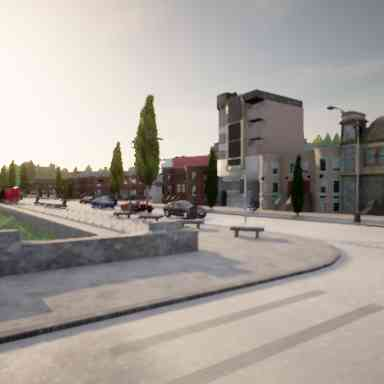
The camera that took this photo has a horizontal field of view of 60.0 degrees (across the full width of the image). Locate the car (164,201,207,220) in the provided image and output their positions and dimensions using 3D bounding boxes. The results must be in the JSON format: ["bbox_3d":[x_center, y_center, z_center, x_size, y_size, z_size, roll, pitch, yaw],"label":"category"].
[{"bbox_3d":[-0.650,1.519,28.581,1.837,1.490,4.892,0,0,-35],"label":"car"}]

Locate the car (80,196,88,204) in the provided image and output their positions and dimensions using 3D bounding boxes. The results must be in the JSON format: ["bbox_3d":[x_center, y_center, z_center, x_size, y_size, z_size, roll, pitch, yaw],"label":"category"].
[{"bbox_3d":[-19.549,1.542,62.323,1.812,1.442,4.674,0,0,-36],"label":"car"}]

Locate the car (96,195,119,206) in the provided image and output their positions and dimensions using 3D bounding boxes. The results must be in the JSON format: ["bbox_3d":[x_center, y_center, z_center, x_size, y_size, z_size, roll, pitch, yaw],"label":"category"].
[{"bbox_3d":[-13.816,1.369,54.288,2.097,1.767,4.553,0,0,-36],"label":"car"}]

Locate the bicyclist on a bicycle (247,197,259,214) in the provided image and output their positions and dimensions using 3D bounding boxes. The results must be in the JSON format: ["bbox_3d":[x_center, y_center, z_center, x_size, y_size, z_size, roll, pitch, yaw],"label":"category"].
[{"bbox_3d":[6.176,1.370,33.472,1.656,1.620,0.582,0,0,-35],"label":"bicyclist on a bicycle"}]

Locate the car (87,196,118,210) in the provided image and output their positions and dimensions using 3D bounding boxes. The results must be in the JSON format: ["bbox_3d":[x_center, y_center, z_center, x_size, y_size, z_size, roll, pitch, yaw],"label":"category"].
[{"bbox_3d":[-11.881,1.491,44.381,1.882,1.535,5.008,0,0,-35],"label":"car"}]

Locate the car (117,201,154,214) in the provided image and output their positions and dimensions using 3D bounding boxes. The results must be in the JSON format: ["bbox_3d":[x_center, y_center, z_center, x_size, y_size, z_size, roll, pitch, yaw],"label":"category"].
[{"bbox_3d":[-5.988,1.614,36.077,1.895,1.301,4.718,0,0,-35],"label":"car"}]
